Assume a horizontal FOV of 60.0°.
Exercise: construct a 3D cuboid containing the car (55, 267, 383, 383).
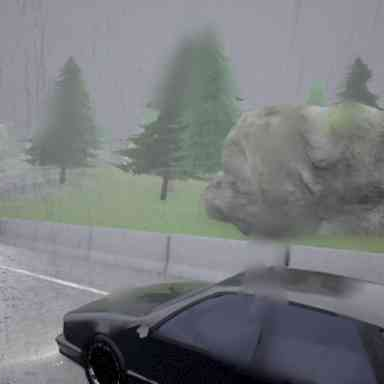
[{"bbox_3d":[0.899,1.549,3.351,5.357,1.411,2.033,0,0,35],"label":"car"}]
